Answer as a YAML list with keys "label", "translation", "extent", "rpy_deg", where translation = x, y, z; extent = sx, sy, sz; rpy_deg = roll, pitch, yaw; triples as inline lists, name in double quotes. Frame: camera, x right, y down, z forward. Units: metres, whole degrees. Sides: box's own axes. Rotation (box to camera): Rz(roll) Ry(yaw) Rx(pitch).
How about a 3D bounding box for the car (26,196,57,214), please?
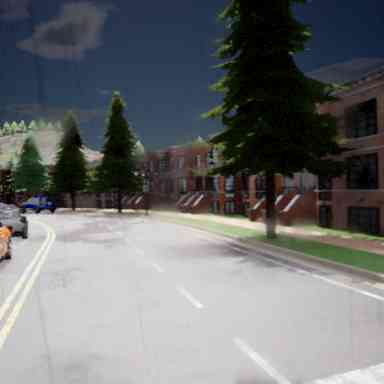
- label: "car"
  translation: [-18.869, 1.584, 40.964]
  extent: [5.566, 2.045, 2.150]
  rpy_deg: [-1, 0, 38]

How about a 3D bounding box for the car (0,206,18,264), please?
- label: "car"
  translation: [-6.767, 1.495, 9.817]
  extent: [2.097, 1.767, 4.553]
  rpy_deg: [-2, 0, -20]

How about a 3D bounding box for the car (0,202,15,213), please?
- label: "car"
  translation: [-27.642, 2.117, 46.590]
  extent: [5.357, 1.411, 2.033]
  rpy_deg: [-1, 0, 24]

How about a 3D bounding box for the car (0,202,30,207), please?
- label: "car"
  translation: [-14.772, 1.791, 26.529]
  extent: [2.128, 1.511, 4.902]
  rpy_deg: [-2, 0, -37]

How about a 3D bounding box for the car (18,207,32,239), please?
- label: "car"
  translation: [-9.896, 1.764, 17.871]
  extent: [1.994, 1.385, 4.181]
  rpy_deg: [-2, 0, -24]
